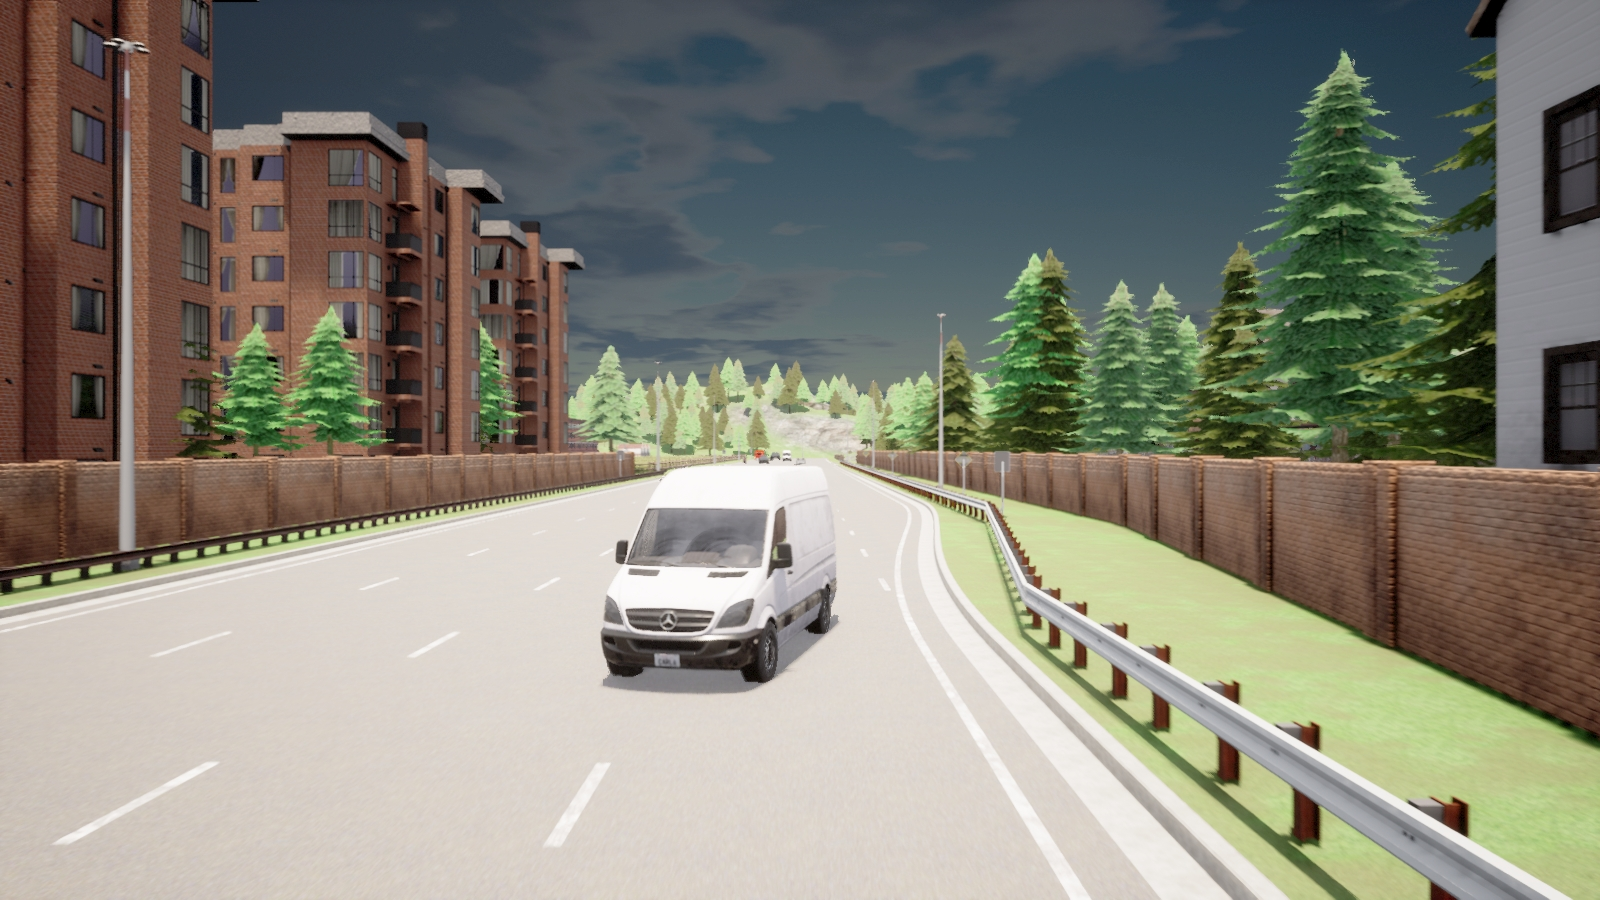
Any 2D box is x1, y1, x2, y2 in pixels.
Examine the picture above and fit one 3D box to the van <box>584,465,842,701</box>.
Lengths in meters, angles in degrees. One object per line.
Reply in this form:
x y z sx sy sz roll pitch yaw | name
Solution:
-0.907 1.525 15.872 1.988 2.561 5.915 0 0 12 | van
